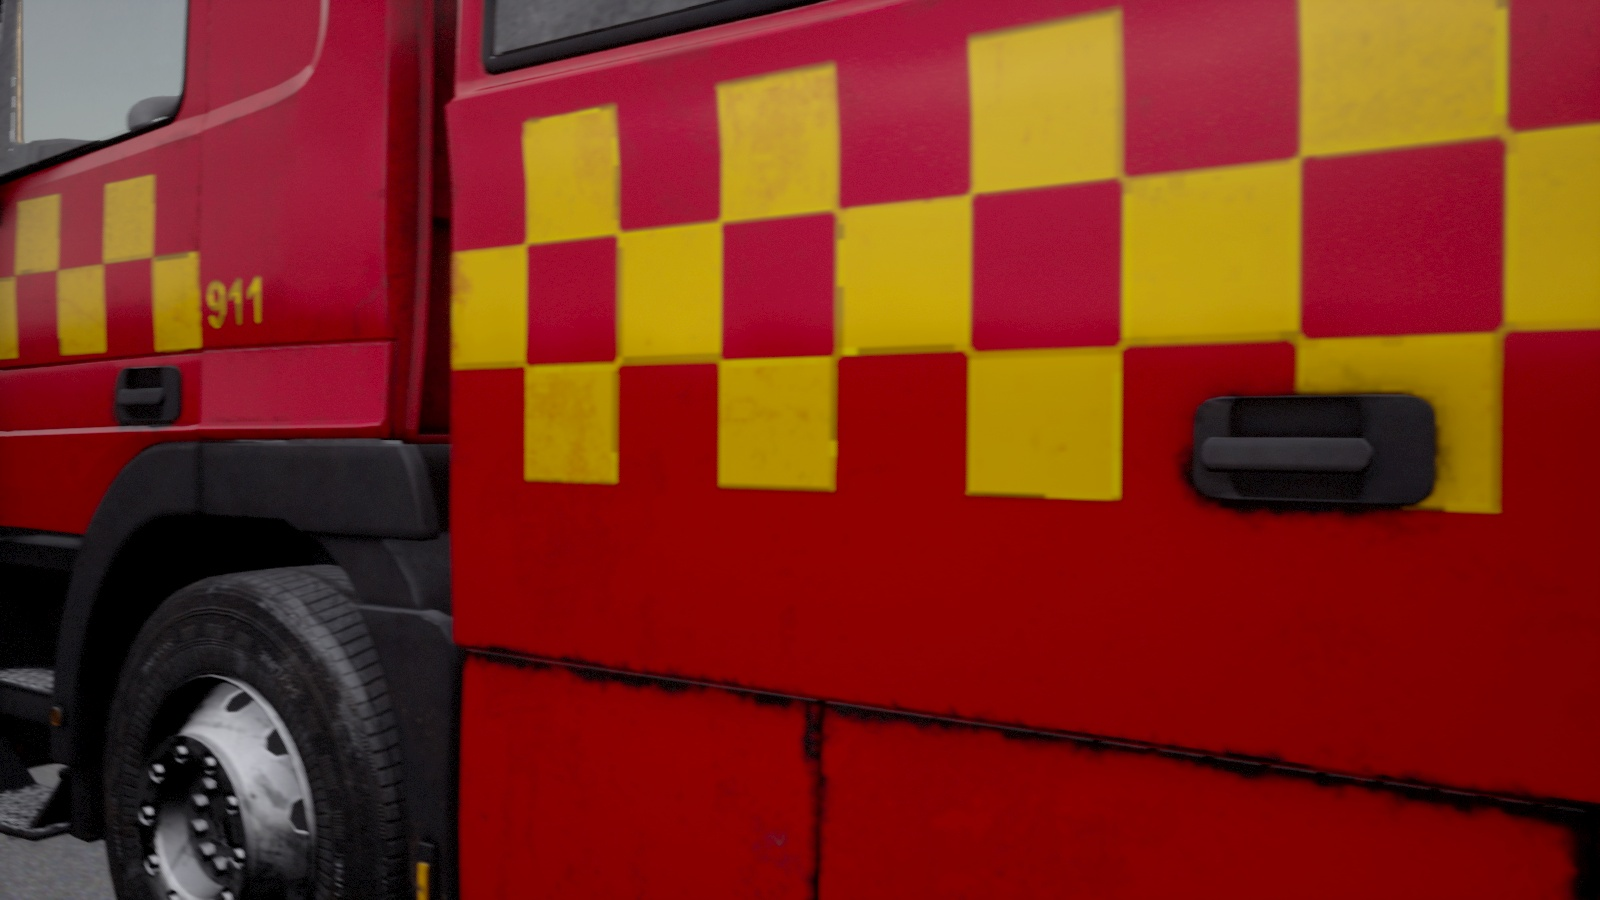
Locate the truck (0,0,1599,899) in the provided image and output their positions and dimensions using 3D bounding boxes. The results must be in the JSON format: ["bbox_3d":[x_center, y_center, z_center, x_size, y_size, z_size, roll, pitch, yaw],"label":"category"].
[{"bbox_3d":[1.414,-0.484,2.663,8.468,3.827,2.891,0,1,34],"label":"truck"}]
